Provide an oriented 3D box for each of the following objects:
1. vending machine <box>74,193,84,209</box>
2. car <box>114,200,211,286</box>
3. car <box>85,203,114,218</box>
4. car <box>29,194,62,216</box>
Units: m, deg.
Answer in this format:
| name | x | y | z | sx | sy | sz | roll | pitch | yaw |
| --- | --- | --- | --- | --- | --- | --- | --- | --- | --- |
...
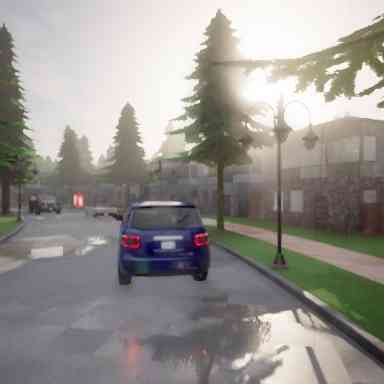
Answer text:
| name | x | y | z | sx | sy | sz | roll | pitch | yaw |
| --- | --- | --- | --- | --- | --- | --- | --- | --- | --- |
| vending machine | -15.892 | 1.236 | 46.657 | 0.880 | 2.100 | 1.100 | 0 | 0 | 45 |
| car | -1.025 | 1.227 | 9.720 | 2.150 | 2.045 | 5.566 | 0 | 0 | -11 |
| car | -8.386 | 1.625 | 30.253 | 1.895 | 1.301 | 4.718 | 0 | 0 | -29 |
| car | -15.044 | 1.254 | 33.889 | 2.150 | 2.045 | 5.566 | 0 | 0 | -36 |
